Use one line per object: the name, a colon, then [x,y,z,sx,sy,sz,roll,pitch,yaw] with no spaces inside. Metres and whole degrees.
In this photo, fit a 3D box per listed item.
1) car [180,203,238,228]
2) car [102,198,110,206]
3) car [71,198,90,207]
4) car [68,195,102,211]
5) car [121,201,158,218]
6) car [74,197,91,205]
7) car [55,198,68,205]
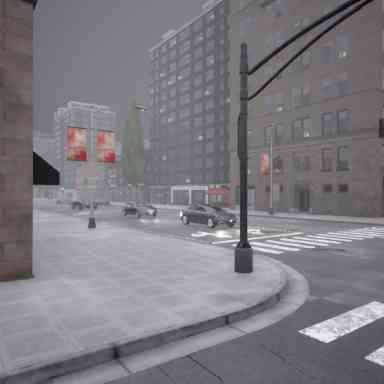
car: [1.036,1.568,22.735,1.837,1.490,4.892,0,0,-35]
car: [-15.932,1.713,57.846,2.128,1.511,4.902,0,0,-36]
car: [-19.046,1.782,56.618,1.994,1.385,4.181,0,0,-36]
car: [-14.262,1.387,44.095,2.150,2.045,5.566,0,-1,-35]
car: [-5.000,1.595,31.138,2.128,1.511,4.902,0,0,-36]
car: [-21.871,1.760,66.122,1.837,1.490,4.892,0,0,-36]
car: [-25.246,1.803,65.242,2.033,1.411,5.357,0,0,-36]
